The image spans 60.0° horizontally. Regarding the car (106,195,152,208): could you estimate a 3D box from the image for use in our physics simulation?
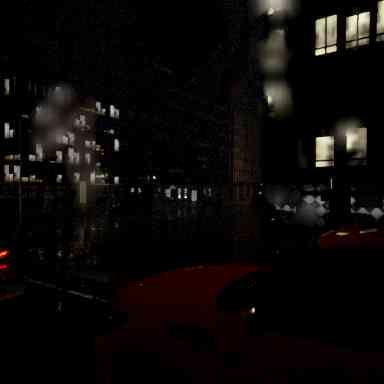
[{"bbox_3d":[-6.818,1.322,36.658,2.150,2.045,5.566,1,0,36],"label":"car"}]

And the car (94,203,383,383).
[{"bbox_3d":[1.707,1.222,2.468,5.566,2.045,2.150,0,0,35],"label":"car"}]

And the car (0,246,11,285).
[{"bbox_3d":[-6.195,1.522,8.086,4.674,1.442,1.812,0,0,35],"label":"car"}]

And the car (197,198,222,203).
[{"bbox_3d":[2.580,1.659,49.272,2.128,1.511,4.902,1,1,37],"label":"car"}]

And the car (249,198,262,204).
[{"bbox_3d":[11.548,1.793,56.003,2.033,1.411,5.357,1,0,37],"label":"car"}]
